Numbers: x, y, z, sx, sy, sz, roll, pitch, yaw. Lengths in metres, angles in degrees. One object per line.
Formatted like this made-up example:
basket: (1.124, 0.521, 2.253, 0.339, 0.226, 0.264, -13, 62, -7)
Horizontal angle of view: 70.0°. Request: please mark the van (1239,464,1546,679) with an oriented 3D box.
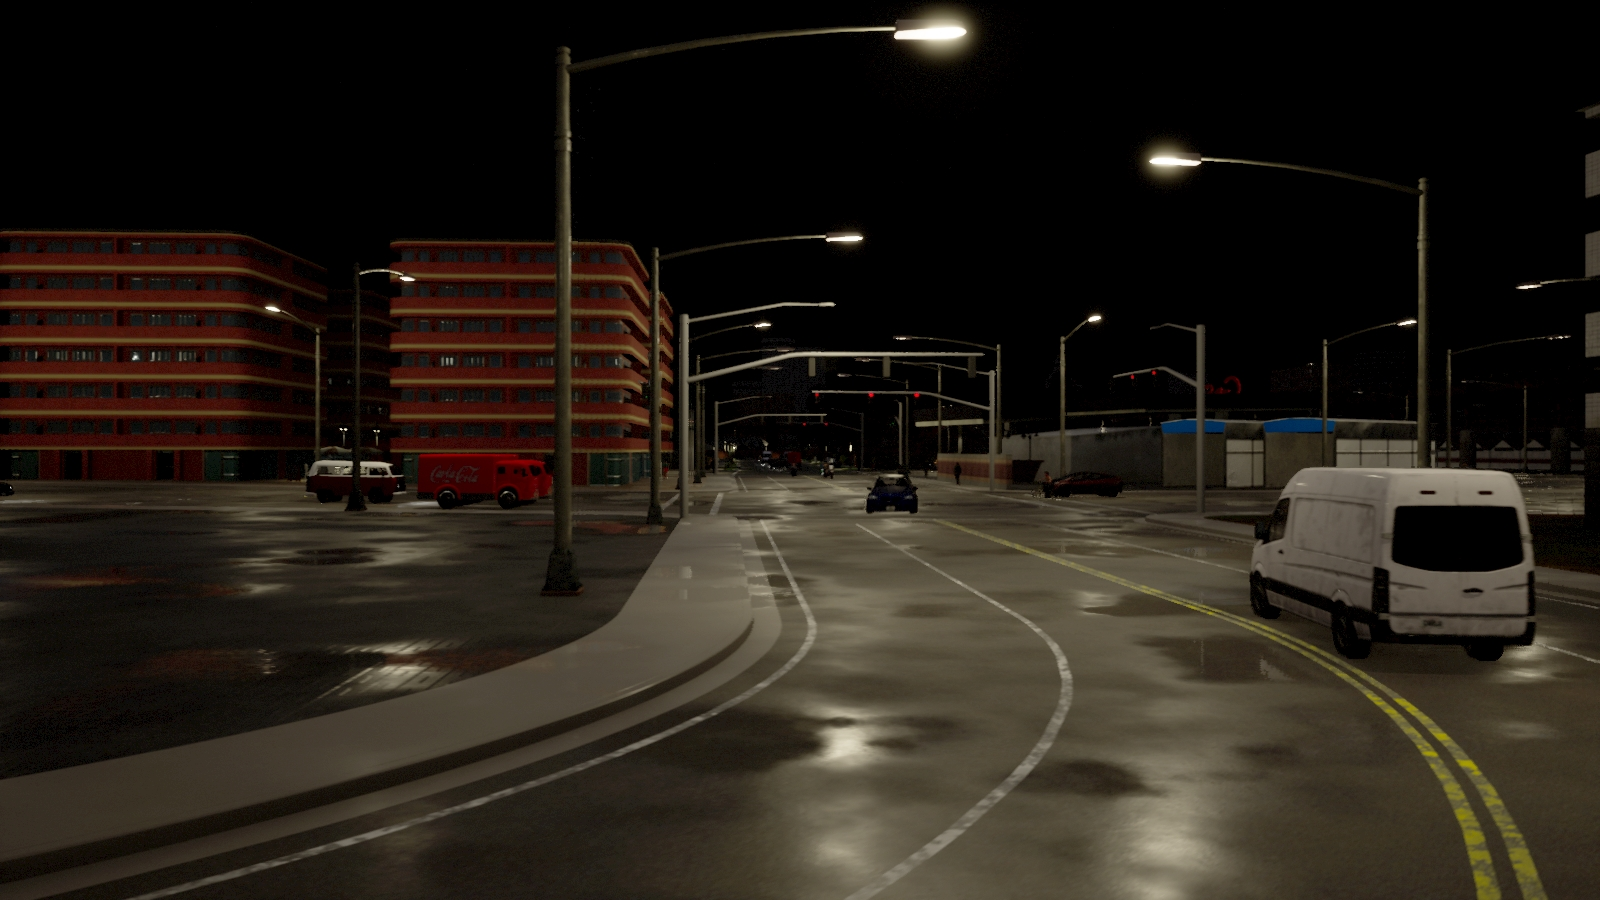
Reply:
van: (8.480, 1.538, 17.135, 1.988, 2.561, 5.915, 0, 0, 5)
